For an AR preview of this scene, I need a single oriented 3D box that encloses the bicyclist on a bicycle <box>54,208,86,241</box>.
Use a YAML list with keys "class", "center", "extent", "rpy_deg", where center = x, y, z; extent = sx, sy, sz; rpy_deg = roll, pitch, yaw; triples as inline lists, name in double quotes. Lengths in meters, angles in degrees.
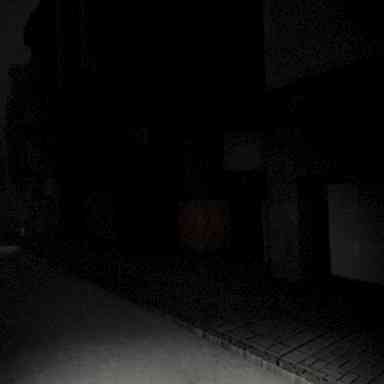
- class: "bicyclist on a bicycle"
  center: [-6.184, 1.607, 16.876]
  extent: [1.656, 1.620, 0.582]
  rpy_deg: [-2, 0, -38]
